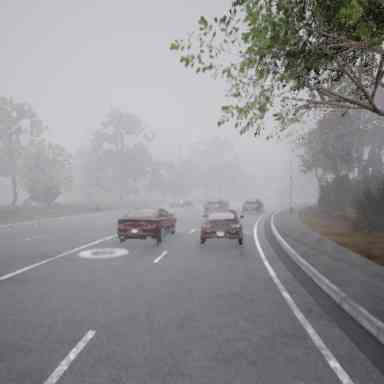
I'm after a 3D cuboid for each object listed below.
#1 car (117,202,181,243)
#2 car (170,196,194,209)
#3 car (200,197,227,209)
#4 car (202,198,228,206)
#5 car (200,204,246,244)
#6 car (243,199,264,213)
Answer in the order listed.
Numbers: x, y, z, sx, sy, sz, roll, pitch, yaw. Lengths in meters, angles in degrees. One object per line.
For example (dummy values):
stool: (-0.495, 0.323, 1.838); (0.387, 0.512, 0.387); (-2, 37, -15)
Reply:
car: (-2.009, 1.448, 16.084); (1.882, 1.535, 5.008); (0, 0, 8)
car: (-1.375, 1.270, 45.053); (2.097, 1.767, 4.553); (0, 0, 23)
car: (3.100, 1.489, 46.795); (2.033, 1.411, 5.357); (0, 0, 24)
car: (2.682, 1.453, 35.405); (2.128, 1.511, 4.902); (0, 0, 18)
car: (1.483, 1.512, 15.755); (1.812, 1.442, 4.674); (0, 0, 8)
car: (6.803, 1.474, 36.610); (2.128, 1.511, 4.902); (0, 0, 20)
